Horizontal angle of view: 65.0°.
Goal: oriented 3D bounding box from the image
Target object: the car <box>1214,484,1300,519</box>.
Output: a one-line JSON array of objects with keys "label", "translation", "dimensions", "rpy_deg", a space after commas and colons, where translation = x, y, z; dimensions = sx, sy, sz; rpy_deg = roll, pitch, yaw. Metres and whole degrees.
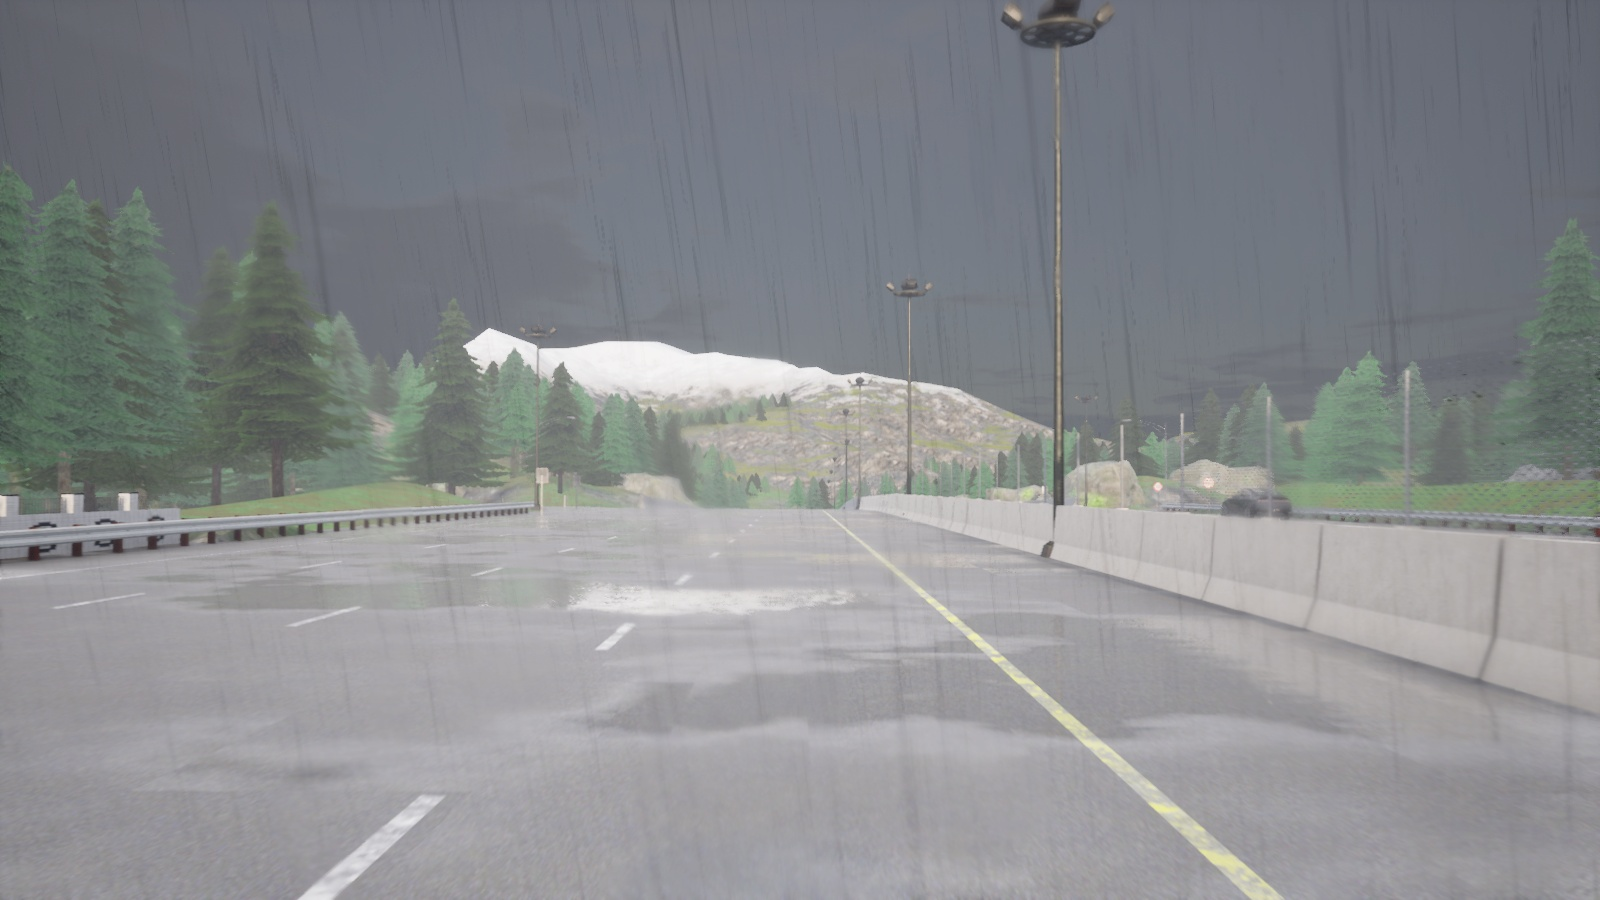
[{"label": "car", "translation": [20.862, 2.333, 57.614], "dimensions": [2.128, 1.511, 4.902], "rpy_deg": [0, -2, 0]}]
